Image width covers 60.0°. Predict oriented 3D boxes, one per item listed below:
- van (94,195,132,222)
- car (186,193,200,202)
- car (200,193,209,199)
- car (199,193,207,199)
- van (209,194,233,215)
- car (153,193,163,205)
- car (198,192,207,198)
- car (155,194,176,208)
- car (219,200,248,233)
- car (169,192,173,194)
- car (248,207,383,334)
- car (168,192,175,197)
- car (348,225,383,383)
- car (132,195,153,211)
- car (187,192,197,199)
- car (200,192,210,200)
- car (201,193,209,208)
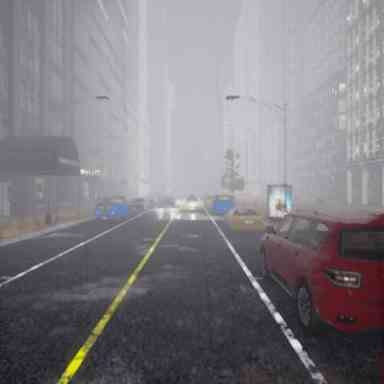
[{"bbox_3d":[-5.674,1.136,23.640,1.690,1.788,3.998,0,0,0],"label":"van"},{"bbox_3d":[0.020,1.028,58.078,1.812,1.442,4.674,0,0,0],"label":"car"},{"bbox_3d":[2.722,0.907,74.817,1.887,1.381,4.507,0,0,0],"label":"car"},{"bbox_3d":[2.723,0.897,80.507,1.802,1.307,4.206,0,0,0],"label":"car"},{"bbox_3d":[2.709,1.088,29.306,1.690,1.788,3.998,0,0,0],"label":"van"},{"bbox_3d":[-5.668,1.152,46.398,2.008,1.369,4.403,0,0,0],"label":"car"},{"bbox_3d":[2.725,0.819,86.195,2.008,1.369,4.403,0,0,0],"label":"car"},{"bbox_3d":[-3.075,1.241,41.748,1.895,1.301,4.718,0,0,0],"label":"car"},{"bbox_3d":[2.703,1.368,18.100,1.752,1.417,4.829,0,0,0],"label":"car"},{"bbox_3d":[-5.661,0.960,69.154,2.008,1.369,4.403,0,0,0],"label":"car"},{"bbox_3d":[2.701,1.258,6.550,2.192,1.841,5.009,0,0,0],"label":"car"},{"bbox_3d":[-5.653,0.766,91.909,1.887,1.381,4.507,0,0,0],"label":"car"},{"bbox_3d":[2.699,1.307,0.862,2.192,1.841,5.009,0,0,0],"label":"car"},{"bbox_3d":[-5.672,1.263,35.020,1.947,1.339,4.313,0,0,0],"label":"car"},{"bbox_3d":[0.023,0.789,70.798,1.994,1.385,4.181,0,0,0],"label":"car"},{"bbox_3d":[2.720,0.850,69.127,1.967,1.590,4.097,0,0,0],"label":"car"},{"bbox_3d":[2.364,1.104,41.132,1.801,1.575,5.366,0,0,0],"label":"car"}]
